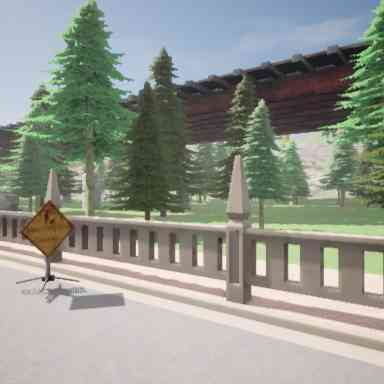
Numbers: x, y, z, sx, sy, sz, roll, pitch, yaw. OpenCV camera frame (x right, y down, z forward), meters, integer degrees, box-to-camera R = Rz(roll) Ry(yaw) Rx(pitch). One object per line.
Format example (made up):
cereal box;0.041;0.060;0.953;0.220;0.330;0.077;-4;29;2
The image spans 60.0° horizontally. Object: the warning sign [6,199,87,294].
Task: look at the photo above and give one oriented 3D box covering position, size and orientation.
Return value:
warning sign;-3.232;1.112;7.464;1.060;1.860;1.300;0;0;36
